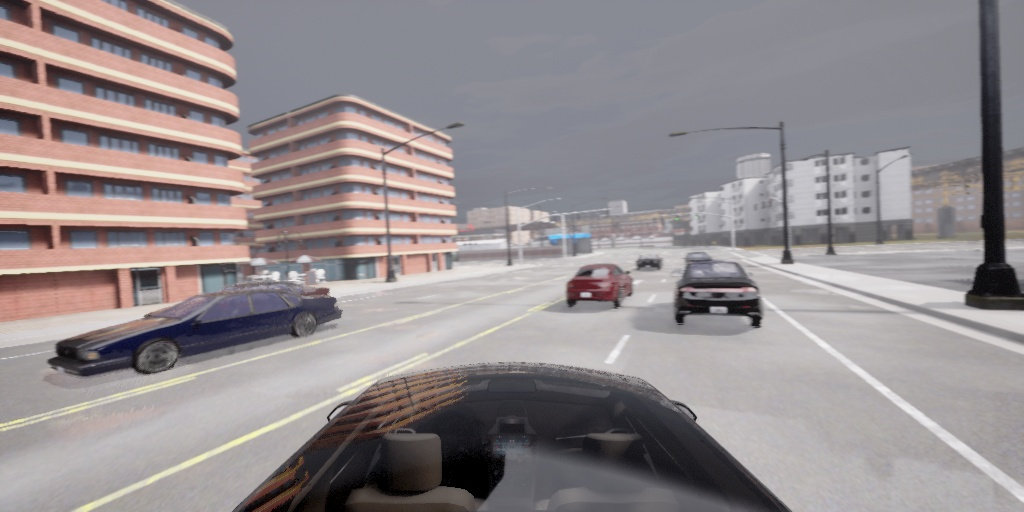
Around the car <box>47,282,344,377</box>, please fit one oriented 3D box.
[{"bbox_3d":[-6.938,1.578,8.818,2.033,1.411,5.357,-3,1,26],"label":"car"}]

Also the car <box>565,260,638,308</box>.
[{"bbox_3d":[3.354,0.996,13.438,1.812,1.442,4.674,-3,1,26],"label":"car"}]

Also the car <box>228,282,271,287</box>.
[{"bbox_3d":[-9.025,1.647,12.498,2.033,1.411,5.357,-3,1,26],"label":"car"}]

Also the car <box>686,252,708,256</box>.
[{"bbox_3d":[13.298,0.399,25.724,2.033,1.411,5.357,-3,1,26],"label":"car"}]

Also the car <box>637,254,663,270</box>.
[{"bbox_3d":[11.810,0.469,30.619,1.895,1.301,4.718,-3,1,26],"label":"car"}]

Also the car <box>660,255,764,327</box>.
[{"bbox_3d":[5.524,0.886,9.931,2.128,1.511,4.902,-3,1,26],"label":"car"}]
